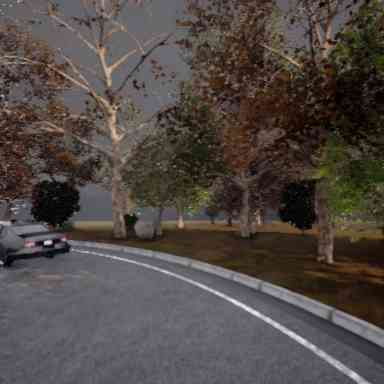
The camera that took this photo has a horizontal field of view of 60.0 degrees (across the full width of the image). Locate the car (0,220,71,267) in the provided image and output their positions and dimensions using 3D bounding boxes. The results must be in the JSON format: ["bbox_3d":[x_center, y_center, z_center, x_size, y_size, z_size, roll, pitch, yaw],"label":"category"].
[{"bbox_3d":[-6.772,1.756,12.291,5.357,1.411,2.033,-1,0,34],"label":"car"}]
